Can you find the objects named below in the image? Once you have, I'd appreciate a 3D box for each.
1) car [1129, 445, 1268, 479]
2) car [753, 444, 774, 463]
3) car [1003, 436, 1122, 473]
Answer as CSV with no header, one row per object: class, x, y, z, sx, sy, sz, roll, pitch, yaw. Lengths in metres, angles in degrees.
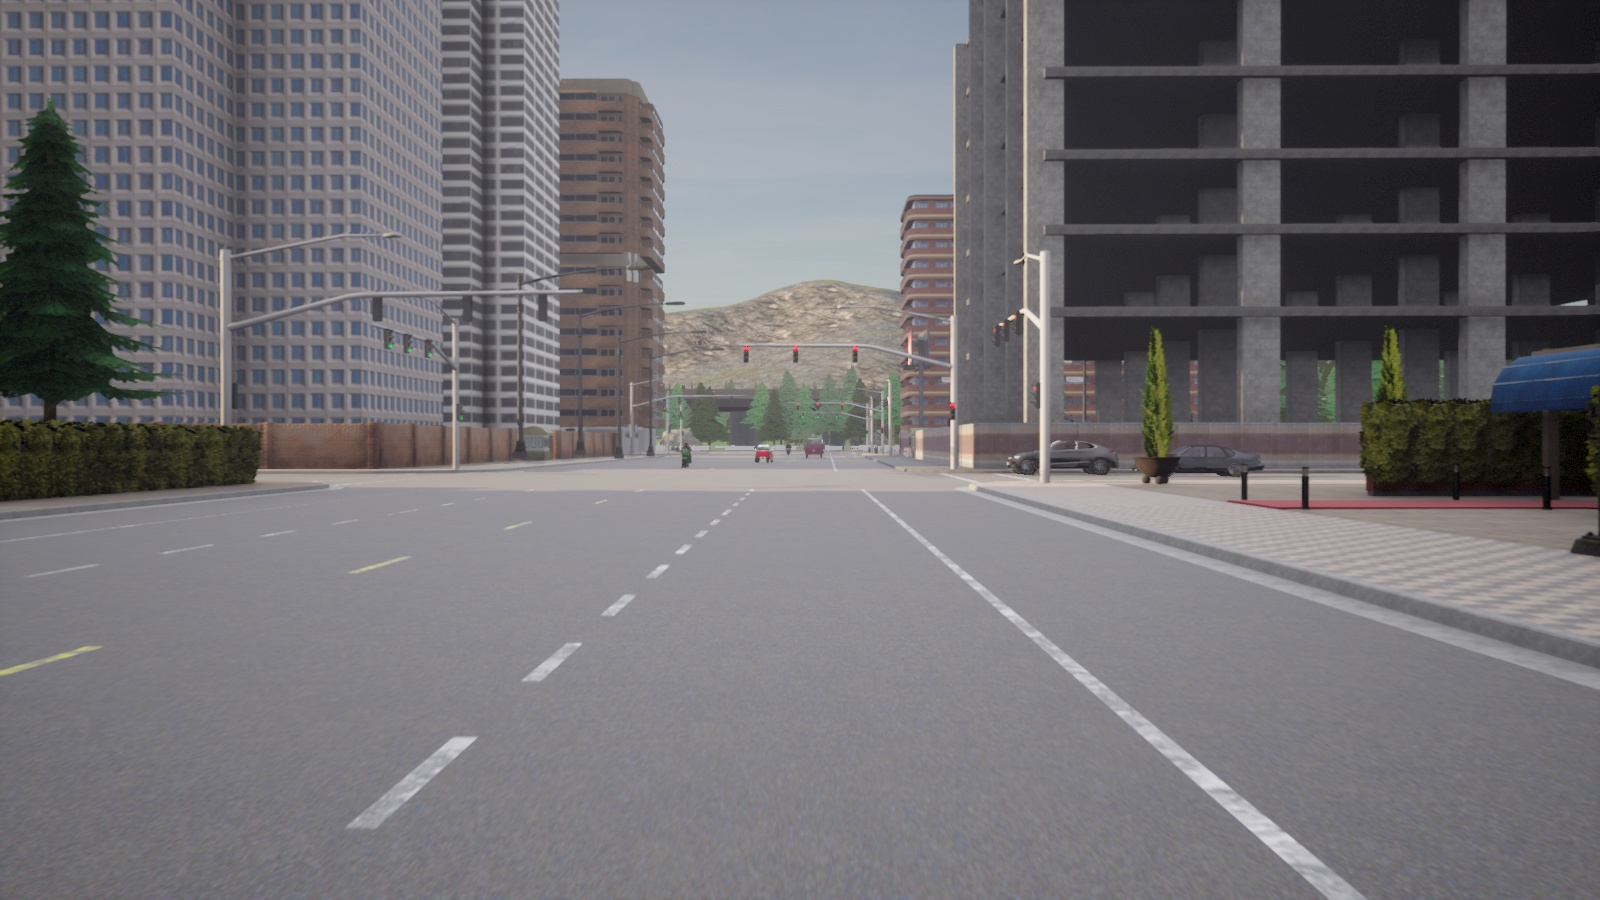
car,17.135,0.502,54.214,5.357,1.411,2.033,0,0,1
car,-2.743,0.262,95.389,1.481,1.376,2.207,0,1,1
car,12.011,0.210,57.778,5.027,1.651,2.152,0,0,1
